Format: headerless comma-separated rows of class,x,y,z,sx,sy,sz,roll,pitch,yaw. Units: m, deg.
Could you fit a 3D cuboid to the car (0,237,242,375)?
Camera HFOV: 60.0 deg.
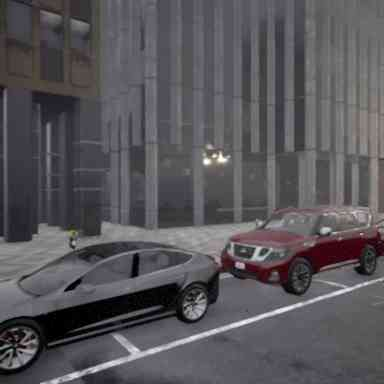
car,-1.462,1.569,5.610,4.313,1.339,1.947,0,0,-36

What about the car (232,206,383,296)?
car,3.121,1.323,8.892,5.009,1.841,2.192,0,0,-36
